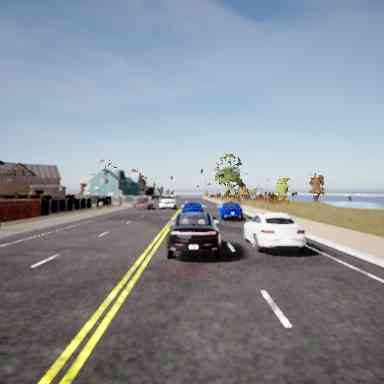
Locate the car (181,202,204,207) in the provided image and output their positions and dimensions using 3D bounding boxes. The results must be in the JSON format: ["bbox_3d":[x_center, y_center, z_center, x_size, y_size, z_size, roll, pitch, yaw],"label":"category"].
[{"bbox_3d":[0.081,1.590,29.521,1.882,1.535,5.008,0,0,0],"label":"car"}]

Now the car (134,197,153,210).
[{"bbox_3d":[-6.561,1.533,45.640,2.097,1.767,4.553,0,0,0],"label":"car"}]

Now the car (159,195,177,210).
[{"bbox_3d":[-3.307,1.411,46.617,2.150,2.045,5.566,0,-1,0],"label":"car"}]

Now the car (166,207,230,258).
[{"bbox_3d":[0.071,1.538,12.972,2.128,1.511,4.902,0,0,0],"label":"car"}]

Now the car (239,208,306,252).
[{"bbox_3d":[3.327,1.576,13.959,1.812,1.442,4.674,0,0,0],"label":"car"}]

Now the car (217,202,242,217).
[{"bbox_3d":[3.330,1.590,29.506,1.882,1.535,5.008,0,0,0],"label":"car"}]

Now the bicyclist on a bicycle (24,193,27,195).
[{"bbox_3d":[-29.609,1.035,59.176,0.582,1.620,1.656,1,0,-35],"label":"bicyclist on a bicycle"}]
